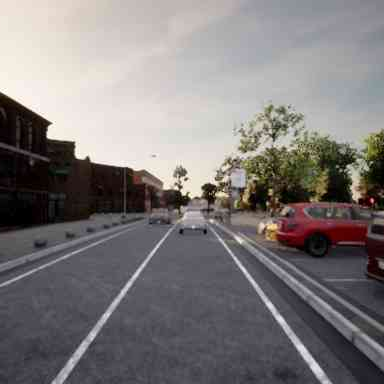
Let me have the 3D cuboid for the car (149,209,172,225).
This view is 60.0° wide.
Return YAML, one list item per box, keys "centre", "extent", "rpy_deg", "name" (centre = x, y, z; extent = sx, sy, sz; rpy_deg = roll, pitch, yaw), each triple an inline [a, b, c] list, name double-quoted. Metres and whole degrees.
- centre: [-3.285, 2.538, 35.087]
  extent: [2.097, 1.767, 4.553]
  rpy_deg: [0, -3, 0]
  name: "car"

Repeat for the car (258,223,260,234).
- centre: [6.202, 1.760, 19.523]
  extent: [4.553, 1.767, 2.185]
  rpy_deg: [0, -2, -1]
  name: "car"

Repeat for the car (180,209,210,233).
- centre: [0.077, 2.161, 24.099]
  extent: [1.812, 1.442, 4.674]
  rpy_deg: [0, -2, 0]
  name: "car"

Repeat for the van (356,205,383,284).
- centre: [6.390, 1.368, 7.384]
  extent: [4.442, 1.987, 1.878]
  rpy_deg: [0, -1, 0]
  name: "van"

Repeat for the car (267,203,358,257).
- centre: [6.260, 1.474, 13.575]
  extent: [5.566, 2.045, 2.435]
  rpy_deg: [0, -1, 0]
  name: "car"

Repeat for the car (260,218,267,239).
- centre: [6.207, 1.803, 16.485]
  extent: [5.008, 1.535, 2.097]
  rpy_deg: [0, -2, -1]
  name: "car"
